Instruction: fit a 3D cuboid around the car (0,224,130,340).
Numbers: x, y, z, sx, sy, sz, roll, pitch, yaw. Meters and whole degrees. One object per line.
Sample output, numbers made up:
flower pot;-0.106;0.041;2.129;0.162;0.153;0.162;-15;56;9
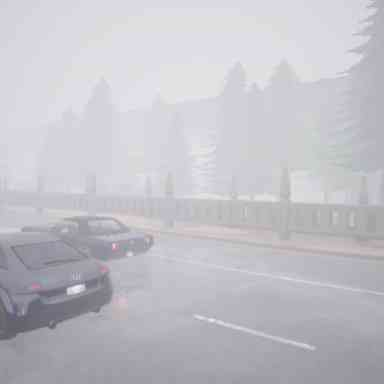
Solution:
car;-3.479;1.478;6.475;4.181;1.385;1.994;2;1;36

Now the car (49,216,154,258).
car;-3.579;1.442;10.849;4.718;1.301;1.895;2;1;36
